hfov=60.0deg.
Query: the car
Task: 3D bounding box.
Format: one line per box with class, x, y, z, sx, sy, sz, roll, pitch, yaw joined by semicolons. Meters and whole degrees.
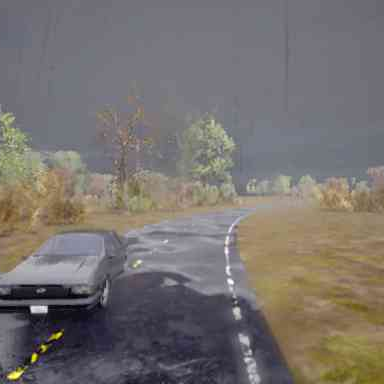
car;-2.744;1.651;8.347;2.033;1.411;5.357;0;-1;-3
